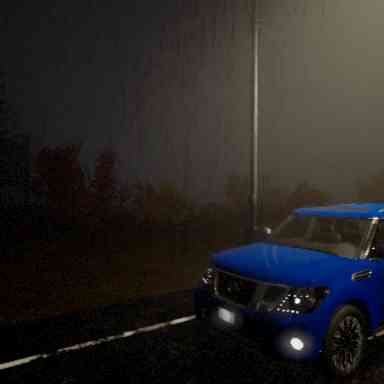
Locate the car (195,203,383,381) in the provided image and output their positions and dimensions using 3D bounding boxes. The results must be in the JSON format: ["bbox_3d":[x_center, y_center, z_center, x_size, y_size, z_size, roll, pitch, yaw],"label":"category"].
[{"bbox_3d":[2.716,1.253,5.857,5.566,2.045,2.150,0,0,-35],"label":"car"}]
